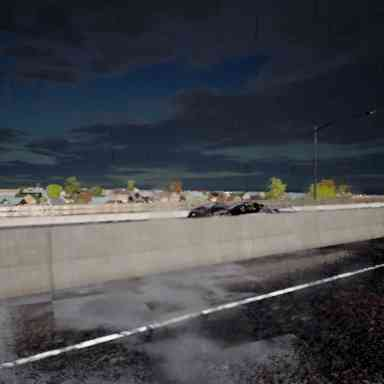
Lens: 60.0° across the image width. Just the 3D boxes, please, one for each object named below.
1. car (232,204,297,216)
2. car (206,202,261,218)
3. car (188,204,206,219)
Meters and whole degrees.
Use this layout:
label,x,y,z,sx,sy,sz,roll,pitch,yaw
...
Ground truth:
label,x,y,z,sx,sy,sz,roll,pitch,yaw
car,5.012,1.573,20.354,4.718,1.301,1.895,0,0,-35
car,3.661,1.475,23.675,4.892,1.490,1.837,0,0,-35
car,1.765,1.534,26.620,4.181,1.385,1.994,0,0,-35
